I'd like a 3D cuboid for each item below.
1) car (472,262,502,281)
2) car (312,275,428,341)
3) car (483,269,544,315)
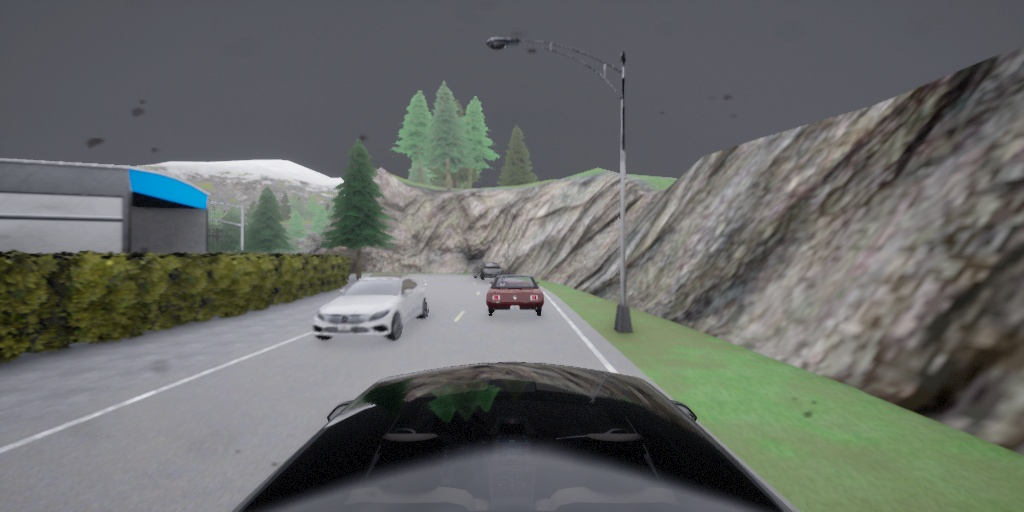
[{"bbox_3d":[-2.160,1.262,30.767,2.128,1.511,4.902,0,0,-17],"label":"car"},{"bbox_3d":[-3.633,1.282,10.066,1.812,1.442,4.674,0,0,0],"label":"car"},{"bbox_3d":[0.092,1.359,13.652,1.895,1.301,4.718,0,0,0],"label":"car"}]
